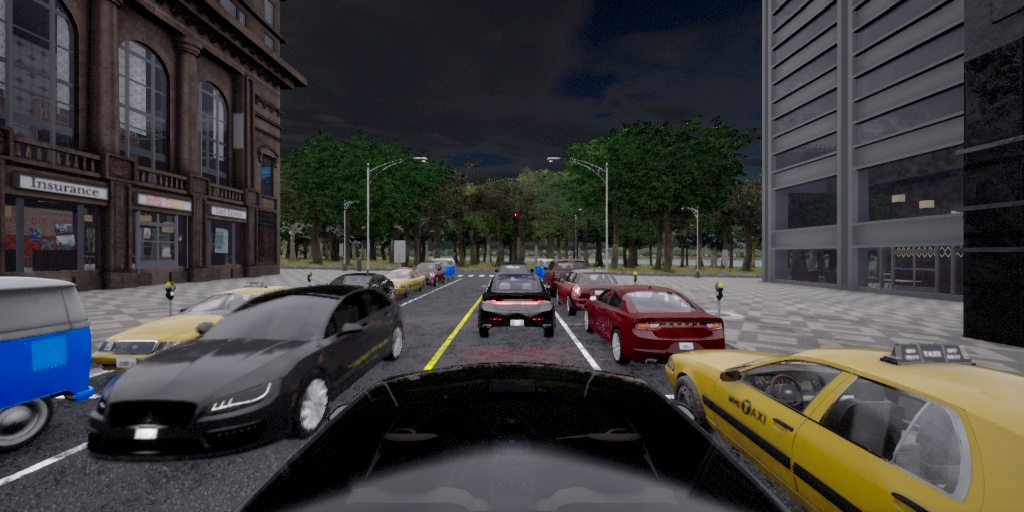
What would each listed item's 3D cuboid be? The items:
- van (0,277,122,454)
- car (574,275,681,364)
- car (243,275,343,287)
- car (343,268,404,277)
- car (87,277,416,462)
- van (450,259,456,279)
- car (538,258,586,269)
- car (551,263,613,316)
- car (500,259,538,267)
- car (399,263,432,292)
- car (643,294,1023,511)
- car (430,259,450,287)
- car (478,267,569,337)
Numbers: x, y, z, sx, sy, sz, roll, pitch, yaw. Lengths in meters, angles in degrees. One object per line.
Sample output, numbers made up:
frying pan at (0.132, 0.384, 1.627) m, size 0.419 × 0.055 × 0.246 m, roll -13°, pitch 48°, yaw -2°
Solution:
van at (-5.762, 1.091, 2.496) m, size 1.690 × 1.789 × 3.998 m, roll 0°, pitch 0°, yaw 0°
car at (2.771, 1.295, 7.921) m, size 1.888 × 1.381 × 4.507 m, roll 0°, pitch 0°, yaw 0°
car at (-5.754, 1.275, 7.764) m, size 1.751 × 1.417 × 4.829 m, roll 0°, pitch 0°, yaw 0°
car at (-5.745, 1.316, 13.371) m, size 1.948 × 1.339 × 4.313 m, roll 0°, pitch 0°, yaw 0°
car at (-3.094, 1.255, 5.465) m, size 1.837 × 1.490 × 4.892 m, roll 0°, pitch 0°, yaw 0°
van at (-5.720, 1.094, 29.684) m, size 1.690 × 1.789 × 3.998 m, roll 0°, pitch 0°, yaw 0°
car at (2.788, 1.066, 18.795) m, size 2.192 × 1.841 × 5.009 m, roll 0°, pitch 0°, yaw 0°
car at (2.780, 1.190, 13.358) m, size 1.967 × 1.591 × 4.097 m, roll 0°, pitch 0°, yaw 0°
car at (0.128, 1.103, 19.200) m, size 2.097 × 1.767 × 4.553 m, roll 0°, pitch 0°, yaw 1°
car at (-5.737, 1.277, 18.639) m, size 1.751 × 1.417 × 4.829 m, roll 0°, pitch 0°, yaw 0°
car at (2.763, 1.275, 2.653) m, size 1.751 × 1.417 × 4.829 m, roll 0°, pitch 0°, yaw 0°
car at (-5.728, 1.192, 24.246) m, size 1.967 × 1.591 × 4.097 m, roll 0°, pitch 0°, yaw 0°
car at (0.113, 1.242, 10.235) m, size 2.128 × 1.511 × 4.902 m, roll 0°, pitch 0°, yaw 0°
